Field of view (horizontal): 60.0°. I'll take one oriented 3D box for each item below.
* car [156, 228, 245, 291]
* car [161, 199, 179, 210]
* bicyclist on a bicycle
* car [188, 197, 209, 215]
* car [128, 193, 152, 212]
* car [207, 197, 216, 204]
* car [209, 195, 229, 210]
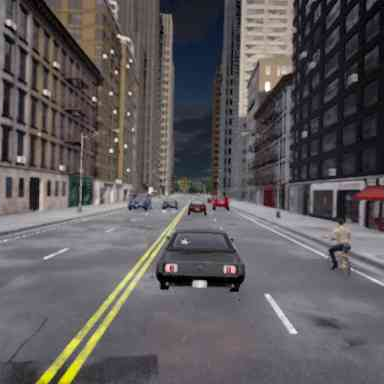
[{"bbox_3d":[0.203,1.630,9.123,1.895,1.301,4.718,2,0,1],"label":"car"},{"bbox_3d":[-2.754,1.596,42.853,1.994,1.385,4.181,2,0,1],"label":"car"},{"bbox_3d":[4.279,1.575,9.730,0.866,1.612,1.509,2,0,0],"label":"bicyclist on a bicycle"},{"bbox_3d":[0.577,1.583,36.054,1.882,1.535,5.008,2,0,1],"label":"car"},{"bbox_3d":[-6.055,1.160,39.356,2.150,2.045,5.566,1,0,1],"label":"car"},{"bbox_3d":[4.245,1.802,73.885,1.812,1.442,4.674,2,0,1],"label":"car"},{"bbox_3d":[3.972,1.441,46.633,2.150,2.045,5.566,2,0,1],"label":"car"}]
